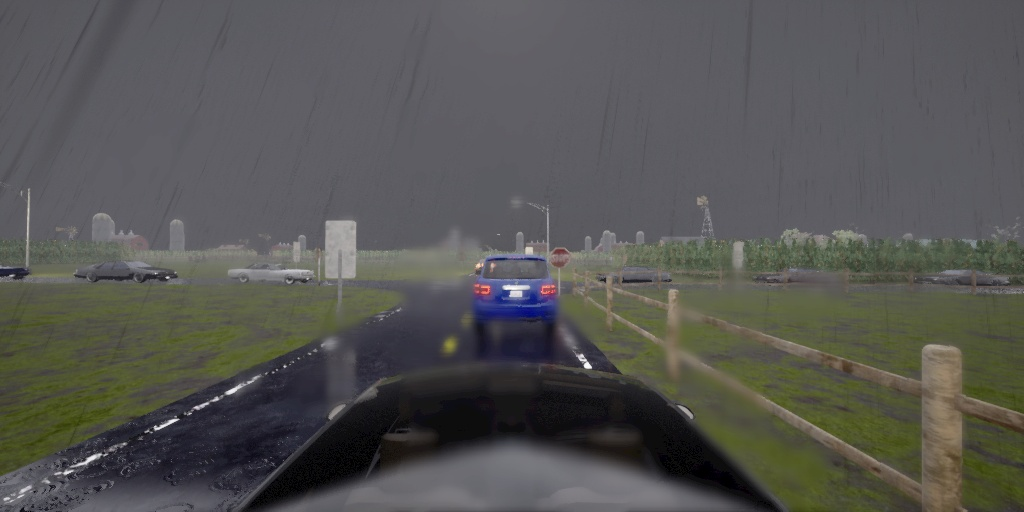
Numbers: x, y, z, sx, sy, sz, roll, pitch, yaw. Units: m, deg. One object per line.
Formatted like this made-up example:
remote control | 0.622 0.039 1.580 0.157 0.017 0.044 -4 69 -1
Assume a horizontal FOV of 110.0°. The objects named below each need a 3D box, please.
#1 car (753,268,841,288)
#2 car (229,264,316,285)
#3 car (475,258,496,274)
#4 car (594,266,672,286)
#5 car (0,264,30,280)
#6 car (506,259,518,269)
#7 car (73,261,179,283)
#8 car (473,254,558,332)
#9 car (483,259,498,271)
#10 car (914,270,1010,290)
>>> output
car | 21.092 1.577 26.628 5.357 1.411 2.033 1 -1 0
car | -15.715 1.171 23.733 4.718 1.301 1.895 1 -1 0
car | -2.926 1.090 40.656 2.097 1.767 4.553 0 0 0
car | 8.858 1.431 26.435 5.357 1.411 2.033 1 -1 -3
car | -35.320 0.968 23.769 4.718 1.301 1.895 1 -1 0
car | -0.015 1.201 56.001 1.882 1.535 5.008 0 0 0
car | -25.477 1.015 23.743 5.357 1.411 2.033 1 -1 0
car | 0.057 0.973 11.010 2.150 2.045 5.566 0 0 -1
car | -2.941 1.207 50.561 1.882 1.535 5.008 0 0 0
car | 33.260 1.724 26.611 5.357 1.411 2.033 1 -1 0
